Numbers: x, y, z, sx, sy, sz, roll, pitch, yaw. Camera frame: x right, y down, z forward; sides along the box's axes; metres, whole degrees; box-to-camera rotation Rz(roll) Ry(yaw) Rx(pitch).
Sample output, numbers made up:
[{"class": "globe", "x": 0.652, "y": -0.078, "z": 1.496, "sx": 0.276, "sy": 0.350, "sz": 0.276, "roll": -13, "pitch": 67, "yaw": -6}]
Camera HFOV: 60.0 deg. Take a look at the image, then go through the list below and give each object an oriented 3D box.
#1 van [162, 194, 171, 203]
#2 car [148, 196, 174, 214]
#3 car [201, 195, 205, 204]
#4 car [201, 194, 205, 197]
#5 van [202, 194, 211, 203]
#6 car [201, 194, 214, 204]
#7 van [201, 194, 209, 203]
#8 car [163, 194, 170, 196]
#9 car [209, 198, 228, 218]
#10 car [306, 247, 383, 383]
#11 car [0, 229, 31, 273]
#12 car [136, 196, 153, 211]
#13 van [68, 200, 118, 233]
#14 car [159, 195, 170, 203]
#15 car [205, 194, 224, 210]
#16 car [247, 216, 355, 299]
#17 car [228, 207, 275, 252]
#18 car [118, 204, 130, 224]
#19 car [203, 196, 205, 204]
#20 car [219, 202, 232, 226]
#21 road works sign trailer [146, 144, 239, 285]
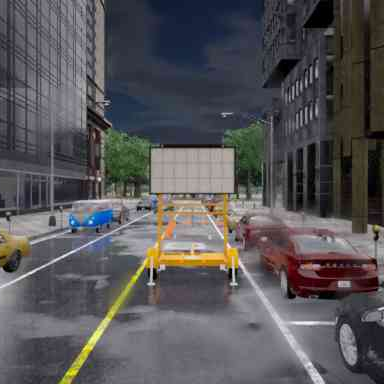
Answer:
[{"class": "van", "x": -5.647, "y": 1.367, "z": 73.552, "sx": 1.690, "sy": 1.788, "sz": 3.998, "roll": 0, "pitch": 0, "yaw": 0}, {"class": "car", "x": -2.944, "y": 1.497, "z": 34.866, "sx": 2.128, "sy": 1.511, "sz": 4.902, "roll": 0, "pitch": 0, "yaw": 0}, {"class": "car", "x": 2.844, "y": 1.556, "z": 51.788, "sx": 1.887, "sy": 1.381, "sz": 4.507, "roll": 0, "pitch": 0, "yaw": 0}, {"class": "car", "x": 2.853, "y": 1.455, "z": 57.225, "sx": 1.967, "sy": 1.590, "sz": 4.097, "roll": 0, "pitch": 0, "yaw": 0}, {"class": "van", "x": 2.870, "y": 1.363, "z": 68.100, "sx": 1.690, "sy": 1.788, "sz": 3.998, "roll": 0, "pitch": 0, "yaw": 0}, {"class": "car", "x": 2.861, "y": 1.333, "z": 62.663, "sx": 2.192, "sy": 1.841, "sz": 5.009, "roll": 0, "pitch": 0, "yaw": 0}, {"class": "van", "x": 2.879, "y": 1.367, "z": 73.538, "sx": 1.690, "sy": 1.788, "sz": 3.998, "roll": 0, "pitch": 0, "yaw": 0}, {"class": "car", "x": -5.664, "y": 1.543, "z": 62.507, "sx": 1.752, "sy": 1.417, "sz": 4.829, "roll": 0, "pitch": 0, "yaw": 0}, {"class": "car", "x": 2.810, "y": 1.529, "z": 30.207, "sx": 1.752, "sy": 1.417, "sz": 4.829, "roll": 0, "pitch": 0, "yaw": 0}, {"class": "car", "x": 2.767, "y": 1.551, "z": 2.849, "sx": 2.008, "sy": 1.369, "sz": 4.403, "roll": 0, "pitch": 0, "yaw": 0}, {"class": "car", "x": -5.750, "y": 1.525, "z": 8.131, "sx": 1.752, "sy": 1.417, "sz": 4.829, "roll": 0, "pitch": 0, "yaw": 0}, {"class": "car", "x": -5.698, "y": 1.572, "z": 40.926, "sx": 1.947, "sy": 1.339, "sz": 4.313, "roll": 0, "pitch": 0, "yaw": 0}, {"class": "van", "x": -5.733, "y": 1.342, "z": 19.176, "sx": 1.690, "sy": 1.788, "sz": 3.998, "roll": 0, "pitch": 0, "yaw": 0}, {"class": "car", "x": -5.655, "y": 1.462, "z": 68.114, "sx": 1.967, "sy": 1.590, "sz": 4.097, "roll": 0, "pitch": 0, "yaw": 0}, {"class": "car", "x": 2.818, "y": 1.320, "z": 35.475, "sx": 2.192, "sy": 1.841, "sz": 5.009, "roll": 0, "pitch": 0, "yaw": 0}, {"class": "car", "x": 2.776, "y": 1.545, "z": 8.287, "sx": 1.887, "sy": 1.381, "sz": 4.507, "roll": 0, "pitch": 0, "yaw": 0}, {"class": "car", "x": 2.784, "y": 1.545, "z": 13.725, "sx": 1.887, "sy": 1.381, "sz": 4.507, "roll": 0, "pitch": 0, "yaw": 0}, {"class": "car", "x": -5.724, "y": 1.553, "z": 24.614, "sx": 2.008, "sy": 1.369, "sz": 4.403, "roll": 0, "pitch": 0, "yaw": 0}, {"class": "car", "x": 2.836, "y": 1.534, "z": 46.520, "sx": 1.752, "sy": 1.417, "sz": 4.829, "roll": 0, "pitch": 0, "yaw": 0}, {"class": "car", "x": 2.793, "y": 1.527, "z": 19.332, "sx": 1.752, "sy": 1.417, "sz": 4.829, "roll": 0, "pitch": 0, "yaw": 0}, {"class": "road works sign trailer", "x": 0.015, "y": 0.465, "z": 9.434, "sx": 2.380, "sy": 3.560, "sz": 2.880, "roll": 0, "pitch": 0, "yaw": 0}]
